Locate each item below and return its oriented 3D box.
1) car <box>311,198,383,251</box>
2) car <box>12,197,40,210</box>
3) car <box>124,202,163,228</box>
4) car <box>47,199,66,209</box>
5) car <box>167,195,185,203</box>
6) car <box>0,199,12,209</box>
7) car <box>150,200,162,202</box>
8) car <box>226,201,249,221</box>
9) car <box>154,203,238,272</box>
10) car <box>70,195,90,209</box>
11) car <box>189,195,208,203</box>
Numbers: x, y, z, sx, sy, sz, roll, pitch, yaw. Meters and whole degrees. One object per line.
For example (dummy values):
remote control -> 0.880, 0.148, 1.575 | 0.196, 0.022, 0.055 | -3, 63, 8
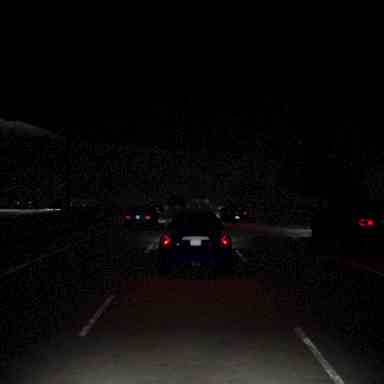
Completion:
car -> 7.104, 1.283, 14.535 | 2.150, 2.045, 5.566 | 0, 0, 0
car -> -23.197, 1.542, 47.125 | 2.097, 1.767, 4.553 | 0, 0, -10
car -> -3.410, 1.642, 23.228 | 2.033, 1.411, 5.357 | 0, 0, 0
car -> -20.032, 1.748, 49.708 | 2.033, 1.411, 5.357 | 0, 0, -10
car -> -2.580, 1.436, 52.889 | 2.150, 2.045, 5.566 | 0, 0, -12
car -> -26.854, 1.718, 47.832 | 1.812, 1.442, 4.674 | 0, 0, -10
car -> -4.822, 1.781, 44.419 | 1.895, 1.301, 4.718 | 0, 0, -8
car -> 3.487, 1.718, 28.484 | 1.895, 1.301, 4.718 | 0, 0, -2
car -> 0.100, 1.397, 11.087 | 2.097, 1.767, 4.553 | 0, 0, 0
car -> -16.400, 1.420, 49.086 | 2.150, 2.045, 5.566 | 0, 0, -10
car -> 1.069, 1.436, 52.693 | 2.150, 2.045, 5.566 | 1, 0, -11
